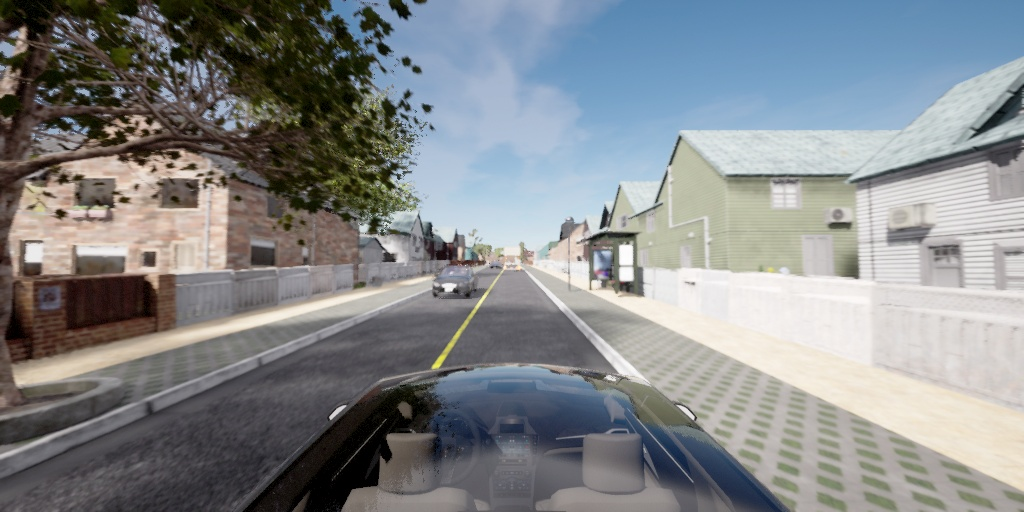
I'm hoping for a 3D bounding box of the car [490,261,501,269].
[{"bbox_3d":[-2.765,1.546,61.018,2.033,1.411,5.357,0,0,1],"label":"car"}]

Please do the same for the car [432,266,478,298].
[{"bbox_3d":[-2.845,1.265,18.643,2.128,1.511,4.902,0,0,0],"label":"car"}]

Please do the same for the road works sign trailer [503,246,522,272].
[{"bbox_3d":[0.003,0.375,49.472,2.380,3.560,2.880,0,0,1],"label":"road works sign trailer"}]
